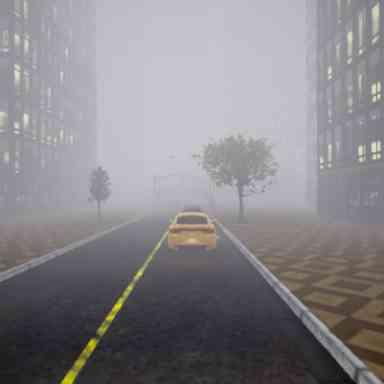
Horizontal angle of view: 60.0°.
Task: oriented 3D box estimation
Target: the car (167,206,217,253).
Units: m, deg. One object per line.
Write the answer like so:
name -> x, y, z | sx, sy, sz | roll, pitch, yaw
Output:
car -> 0.006, 1.617, 14.482 | 1.882, 1.535, 5.008 | 0, 0, 0

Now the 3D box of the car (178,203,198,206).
car -> 0.004, 1.852, 29.288 | 1.994, 1.385, 4.181 | 0, -1, 0

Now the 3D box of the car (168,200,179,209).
car -> -2.996, 2.124, 56.752 | 2.033, 1.411, 5.357 | 0, -1, 0
